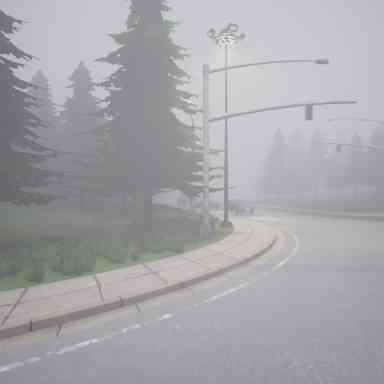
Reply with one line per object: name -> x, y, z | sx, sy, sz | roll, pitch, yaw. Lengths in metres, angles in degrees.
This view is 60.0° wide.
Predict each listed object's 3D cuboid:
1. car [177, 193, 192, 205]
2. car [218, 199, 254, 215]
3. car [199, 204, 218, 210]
car -> -0.829, 1.259, 54.061 | 2.150, 2.045, 5.566 | 0, 0, -17
car -> 4.736, 1.519, 34.266 | 2.128, 1.511, 4.902 | 0, 0, -15
car -> 2.093, 1.633, 43.908 | 1.895, 1.301, 4.718 | 0, 0, -16
